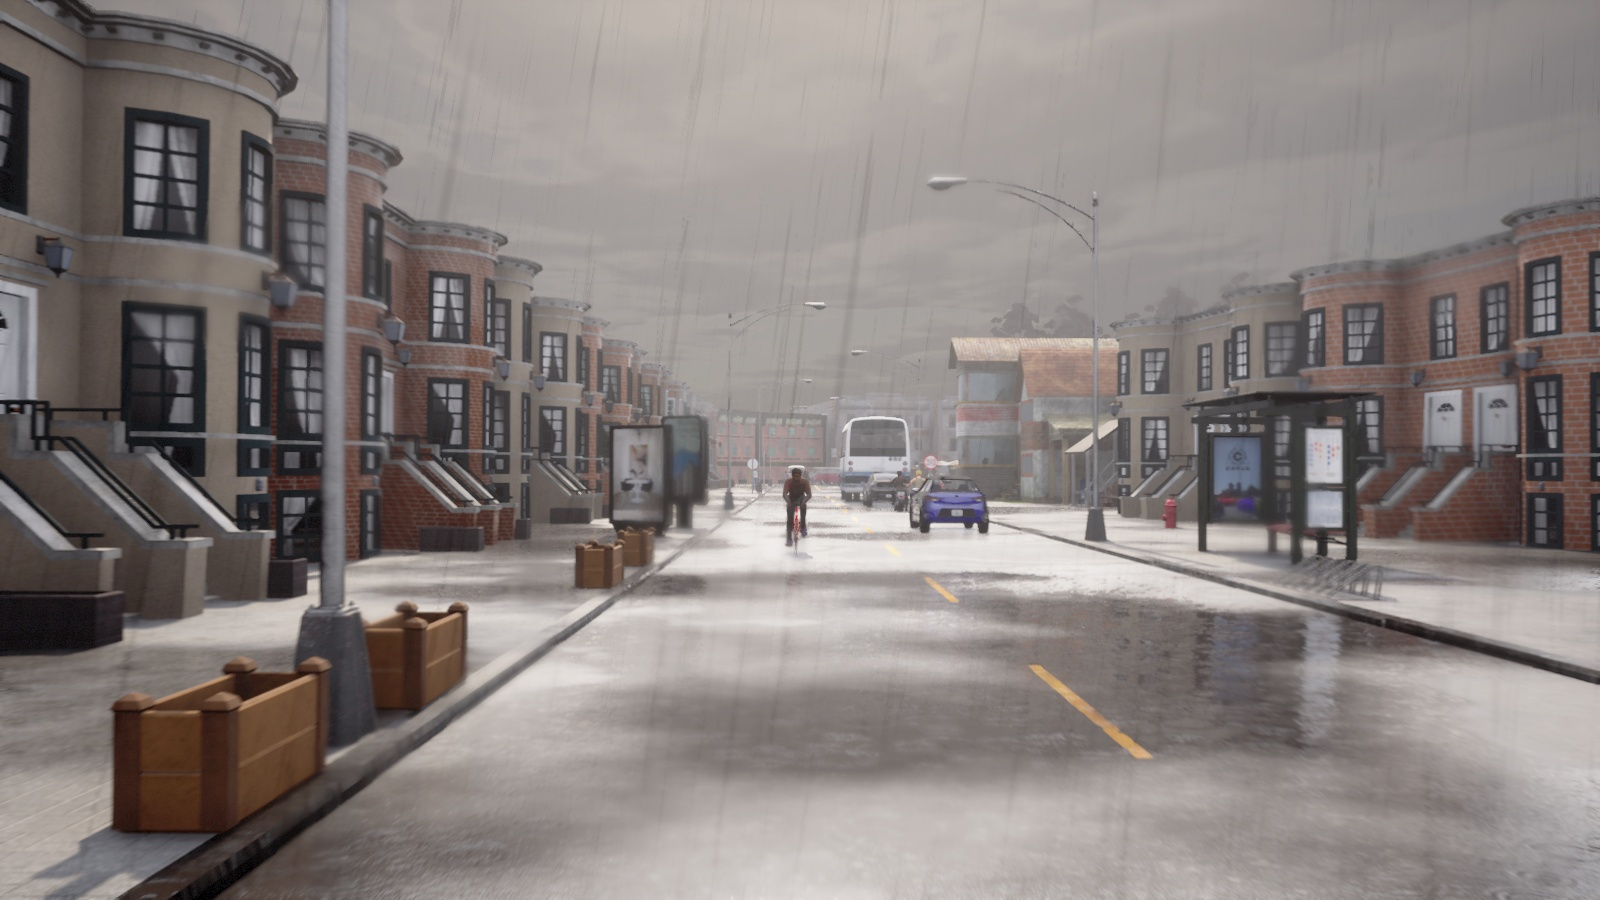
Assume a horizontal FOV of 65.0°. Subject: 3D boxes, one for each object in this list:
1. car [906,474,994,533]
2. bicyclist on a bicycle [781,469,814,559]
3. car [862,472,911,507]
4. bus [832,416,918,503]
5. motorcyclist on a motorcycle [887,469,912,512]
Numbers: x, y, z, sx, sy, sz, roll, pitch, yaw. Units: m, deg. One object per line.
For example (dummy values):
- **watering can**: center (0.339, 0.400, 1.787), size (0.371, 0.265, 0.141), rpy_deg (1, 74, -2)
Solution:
- **car**: center (3.926, 1.373, 33.465), size (1.816, 1.474, 4.193), rpy_deg (0, -1, 0)
- **bicyclist on a bicycle**: center (-0.052, 1.160, 23.431), size (0.582, 1.620, 1.656), rpy_deg (0, -1, 0)
- **car**: center (3.875, 1.759, 57.061), size (1.837, 1.490, 4.892), rpy_deg (0, -1, 0)
- **bus**: center (3.836, 0.547, 67.154), size (3.944, 4.253, 10.273), rpy_deg (0, -1, 0)
- **motorcyclist on a motorcycle**: center (3.891, 1.575, 49.325), size (0.766, 1.649, 2.350), rpy_deg (0, -1, 0)
